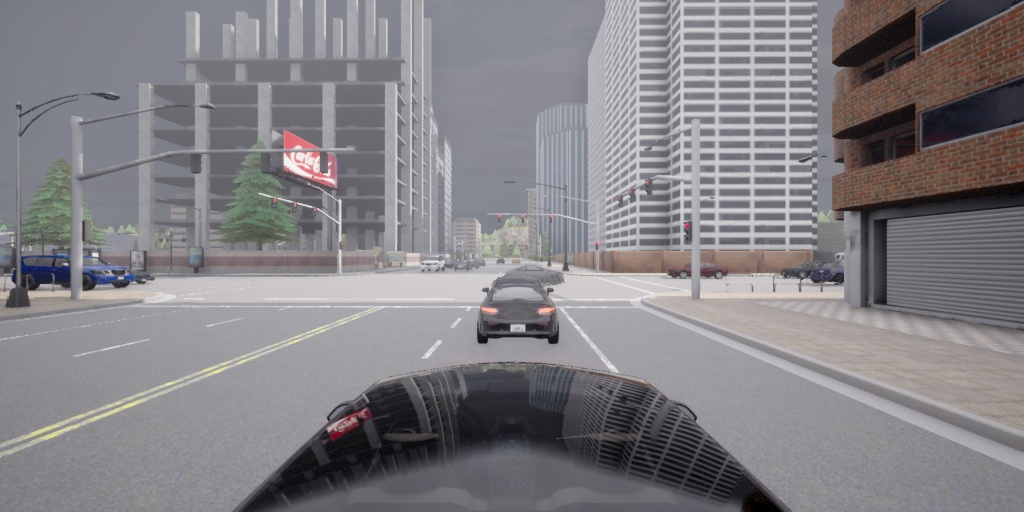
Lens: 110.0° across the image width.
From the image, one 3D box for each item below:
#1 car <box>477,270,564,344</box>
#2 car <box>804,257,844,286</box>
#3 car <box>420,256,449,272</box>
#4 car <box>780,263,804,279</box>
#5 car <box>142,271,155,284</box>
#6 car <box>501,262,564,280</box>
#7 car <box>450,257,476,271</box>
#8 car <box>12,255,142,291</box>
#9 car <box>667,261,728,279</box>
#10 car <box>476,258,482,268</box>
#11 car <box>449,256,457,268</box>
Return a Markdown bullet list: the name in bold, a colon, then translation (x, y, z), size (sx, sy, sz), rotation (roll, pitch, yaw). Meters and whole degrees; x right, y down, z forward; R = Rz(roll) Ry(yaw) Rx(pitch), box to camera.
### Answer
- **car**: translation (0.156, 1.276, 9.472), size (1.812, 1.442, 4.674), rotation (0, 0, 1)
- **car**: translation (23.411, 1.101, 24.653), size (4.553, 1.767, 2.097), rotation (0, 0, 0)
- **car**: translation (-10.091, 0.971, 46.185), size (2.150, 2.045, 5.566), rotation (0, 0, 1)
- **car**: translation (26.649, 1.228, 31.820), size (5.008, 1.535, 1.882), rotation (0, 0, 0)
- **car**: translation (-28.290, 1.297, 24.977), size (5.357, 1.411, 2.033), rotation (0, 0, 0)
- **car**: translation (1.525, 1.314, 24.790), size (4.181, 1.385, 1.994), rotation (0, 0, 0)
- **car**: translation (-6.572, 1.241, 48.541), size (2.128, 1.511, 4.902), rotation (0, 0, 1)
- **car**: translation (-26.159, 0.971, 21.468), size (5.566, 2.045, 2.150), rotation (0, 0, 1)
- **car**: translation (16.456, 1.228, 31.896), size (5.008, 1.535, 1.882), rotation (0, 0, 0)
- **car**: translation (-6.453, 1.314, 58.511), size (1.994, 1.385, 4.181), rotation (0, 0, 0)
- **car**: translation (-9.978, 1.102, 55.655), size (2.097, 1.767, 4.553), rotation (0, 0, 1)
